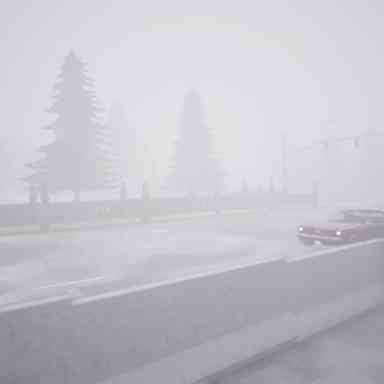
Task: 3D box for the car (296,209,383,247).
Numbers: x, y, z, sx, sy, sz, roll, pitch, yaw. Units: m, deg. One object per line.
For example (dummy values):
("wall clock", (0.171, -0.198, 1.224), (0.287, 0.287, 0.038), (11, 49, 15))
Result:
("car", (6.088, 1.350, 12.609), (4.718, 1.301, 1.895), (-2, 1, -35))
